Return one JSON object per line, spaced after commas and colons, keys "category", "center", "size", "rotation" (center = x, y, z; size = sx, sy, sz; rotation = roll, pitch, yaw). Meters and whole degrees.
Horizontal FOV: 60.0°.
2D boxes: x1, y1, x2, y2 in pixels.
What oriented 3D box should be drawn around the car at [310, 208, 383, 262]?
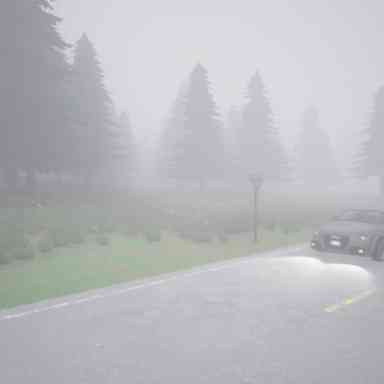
{"category": "car", "center": [5.704, 1.246, 10.914], "size": [4.181, 1.385, 1.994], "rotation": [-2, 2, -39]}
